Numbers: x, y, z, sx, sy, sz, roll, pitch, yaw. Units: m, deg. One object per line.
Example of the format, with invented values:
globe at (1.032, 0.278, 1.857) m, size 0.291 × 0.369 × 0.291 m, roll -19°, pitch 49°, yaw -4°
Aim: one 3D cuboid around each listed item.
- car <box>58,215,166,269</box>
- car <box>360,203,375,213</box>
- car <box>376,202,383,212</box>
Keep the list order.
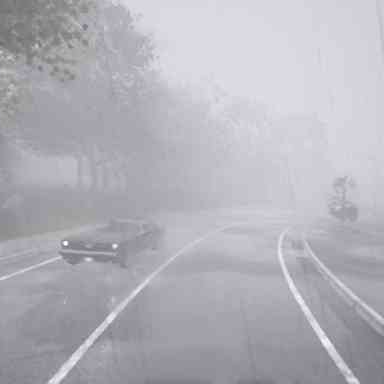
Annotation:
car at (-2.345, 1.489, 11.062) m, size 1.895 × 1.301 × 4.718 m, roll 1°, pitch 1°, yaw 11°
car at (24.979, 2.254, 48.942) m, size 1.994 × 1.385 × 4.181 m, roll 6°, pitch 3°, yaw 44°
car at (31.940, 2.458, 56.146) m, size 1.837 × 1.490 × 4.892 m, roll 6°, pitch 3°, yaw 44°
